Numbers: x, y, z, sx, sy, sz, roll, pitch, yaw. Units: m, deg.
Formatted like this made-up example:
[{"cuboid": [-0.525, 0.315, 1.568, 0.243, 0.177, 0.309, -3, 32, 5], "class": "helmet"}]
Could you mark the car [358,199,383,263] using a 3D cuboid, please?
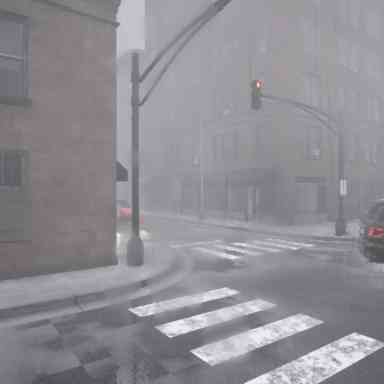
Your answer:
[{"cuboid": [7.388, 1.210, 8.596, 5.566, 2.045, 2.150, 0, 2, 20], "class": "car"}]

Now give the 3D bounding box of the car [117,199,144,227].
[{"cuboid": [-4.806, 1.238, 20.979, 2.097, 1.767, 4.553, 0, 0, -35], "class": "car"}]
